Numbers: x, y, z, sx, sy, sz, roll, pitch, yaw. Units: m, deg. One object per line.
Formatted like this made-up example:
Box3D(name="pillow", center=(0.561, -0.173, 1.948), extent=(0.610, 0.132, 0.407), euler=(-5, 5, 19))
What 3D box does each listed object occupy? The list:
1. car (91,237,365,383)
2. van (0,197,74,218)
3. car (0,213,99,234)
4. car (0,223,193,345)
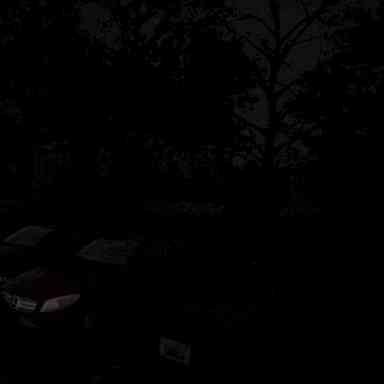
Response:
Box3D(name="car", center=(1.201, 1.497, 4.939), extent=(2.163, 1.488, 4.792), euler=(1, 0, 36))
Box3D(name="van", center=(-5.701, 1.148, 9.671), extent=(1.878, 1.987, 4.442), euler=(1, 1, 35))
Box3D(name="car", center=(-3.453, 1.445, 8.226), extent=(2.002, 1.452, 4.674), euler=(1, 1, 35))
Box3D(name="car", center=(-1.185, 1.479, 6.609), extent=(2.002, 1.452, 4.674), euler=(1, 1, 35))
